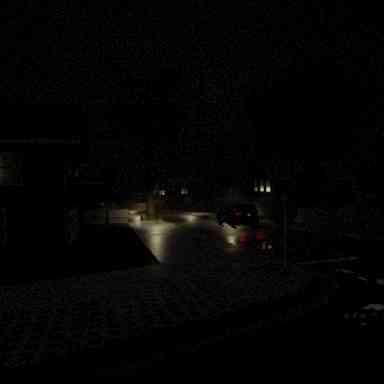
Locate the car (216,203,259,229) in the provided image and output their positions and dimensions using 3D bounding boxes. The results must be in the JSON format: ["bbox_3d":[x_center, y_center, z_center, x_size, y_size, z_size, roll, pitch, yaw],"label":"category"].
[{"bbox_3d":[3.855,2.015,28.908,2.150,2.045,5.566,-1,-2,-14],"label":"car"}]
